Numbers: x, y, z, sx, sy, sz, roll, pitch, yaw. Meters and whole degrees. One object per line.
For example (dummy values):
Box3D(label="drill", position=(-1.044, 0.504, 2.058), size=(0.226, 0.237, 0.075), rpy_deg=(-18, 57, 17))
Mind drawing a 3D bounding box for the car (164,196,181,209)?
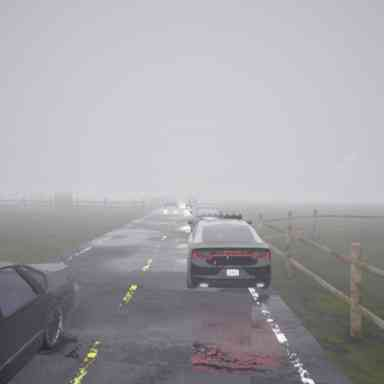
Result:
Box3D(label="car", position=(-2.837, 1.594, 45.740), size=(1.895, 1.301, 4.718), rpy_deg=(0, 0, 0))

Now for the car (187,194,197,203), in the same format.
Box3D(label="car", position=(0.018, 1.336, 66.929), size=(2.097, 1.767, 4.553), rpy_deg=(0, 0, 0))

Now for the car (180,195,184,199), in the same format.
Box3D(label="car", position=(-2.725, 1.532, 93.481), size=(1.994, 1.385, 4.181), rpy_deg=(0, 0, 0))

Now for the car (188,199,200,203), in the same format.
Box3D(label="car", position=(0.830, 1.523, 25.209), size=(1.812, 1.442, 4.674), rpy_deg=(0, 0, 0))

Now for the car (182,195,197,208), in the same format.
Box3D(label="car", position=(0.039, 1.540, 45.761), size=(2.033, 1.411, 5.357), rpy_deg=(0, 0, 1))

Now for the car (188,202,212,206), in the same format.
Box3D(label="car", position=(0.829, 1.523, 19.209), size=(1.812, 1.442, 4.674), rpy_deg=(0, 0, 0))

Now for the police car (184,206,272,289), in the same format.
Box3D(label="police car", position=(0.826, 1.424, 9.319), size=(1.930, 1.638, 5.238), rpy_deg=(0, 0, 0))

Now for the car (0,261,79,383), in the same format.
Box3D(label="car", position=(-2.849, 1.547, 3.433), size=(2.033, 1.411, 5.357), rpy_deg=(0, 0, 0))
